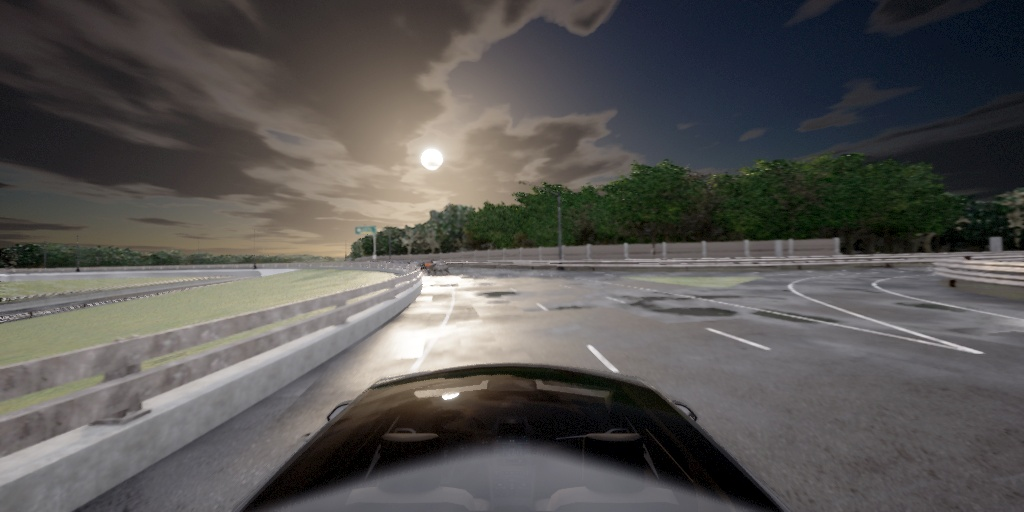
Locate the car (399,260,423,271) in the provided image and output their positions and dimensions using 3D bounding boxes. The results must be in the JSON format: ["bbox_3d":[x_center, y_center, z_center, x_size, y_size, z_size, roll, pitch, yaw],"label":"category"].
[{"bbox_3d":[-15.834,1.639,57.207,2.033,1.411,5.357,-1,0,-34],"label":"car"}]

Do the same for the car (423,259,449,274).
[{"bbox_3d":[-9.293,1.446,45.027,2.128,1.511,4.902,-1,0,-25],"label":"car"}]
